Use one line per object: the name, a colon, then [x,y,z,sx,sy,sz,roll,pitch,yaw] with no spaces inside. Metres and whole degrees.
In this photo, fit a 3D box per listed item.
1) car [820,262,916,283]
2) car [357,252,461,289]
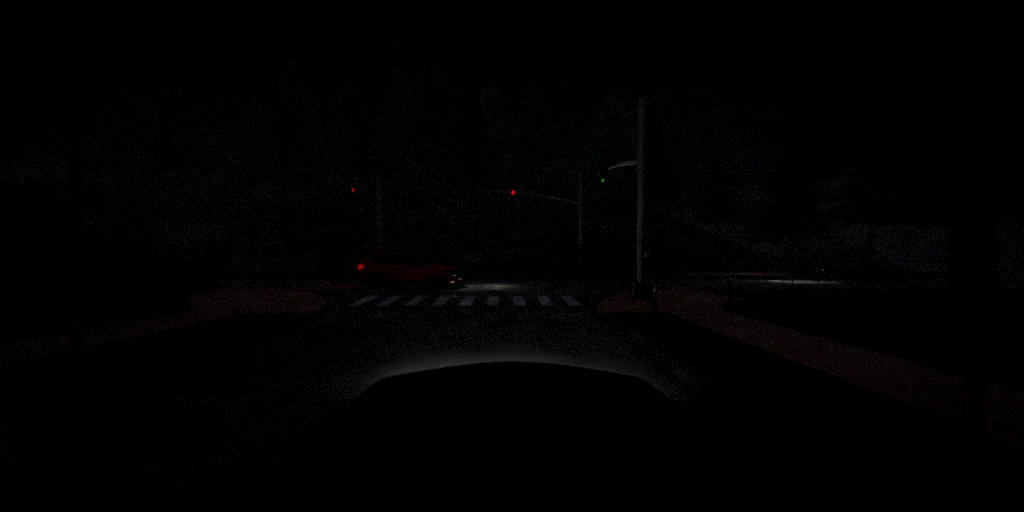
car: [23.271,1.029,23.598,4.718,1.301,1.895,0,0,0]
car: [-5.670,0.827,19.992,5.566,2.045,2.150,2,1,0]
